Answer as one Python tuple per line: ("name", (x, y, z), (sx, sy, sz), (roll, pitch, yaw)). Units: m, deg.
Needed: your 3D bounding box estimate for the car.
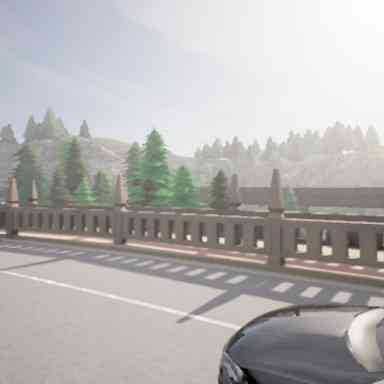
("car", (2.463, 1.487, 2.156), (4.902, 1.511, 2.128), (0, 0, 35))
